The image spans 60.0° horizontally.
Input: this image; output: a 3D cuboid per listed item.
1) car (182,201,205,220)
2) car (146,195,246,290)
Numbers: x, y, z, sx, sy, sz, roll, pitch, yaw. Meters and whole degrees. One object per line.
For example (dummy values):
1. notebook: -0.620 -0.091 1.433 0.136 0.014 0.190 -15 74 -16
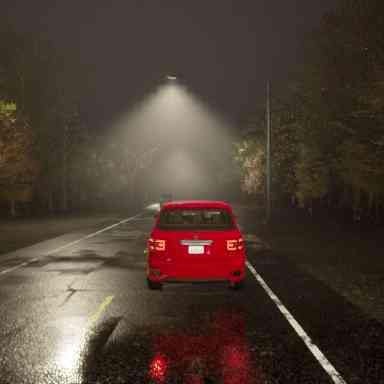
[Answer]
1. car: 0.090 1.542 28.964 1.812 1.442 4.674 0 0 0
2. car: 0.092 1.227 9.203 2.150 2.045 5.566 0 0 0
